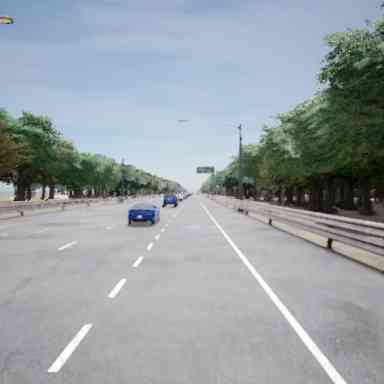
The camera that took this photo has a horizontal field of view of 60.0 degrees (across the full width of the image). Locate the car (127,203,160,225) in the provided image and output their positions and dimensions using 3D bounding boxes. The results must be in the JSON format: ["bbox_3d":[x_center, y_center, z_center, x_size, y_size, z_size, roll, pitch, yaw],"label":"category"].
[{"bbox_3d":[-3.471,1.510,24.564,1.882,1.535,5.008,0,0,0],"label":"car"}]

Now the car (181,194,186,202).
[{"bbox_3d":[-3.132,1.752,83.662,1.895,1.301,4.718,0,0,1],"label":"car"}]

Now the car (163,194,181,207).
[{"bbox_3d":[-3.357,1.312,52.509,2.150,2.045,5.566,0,0,0],"label":"car"}]
